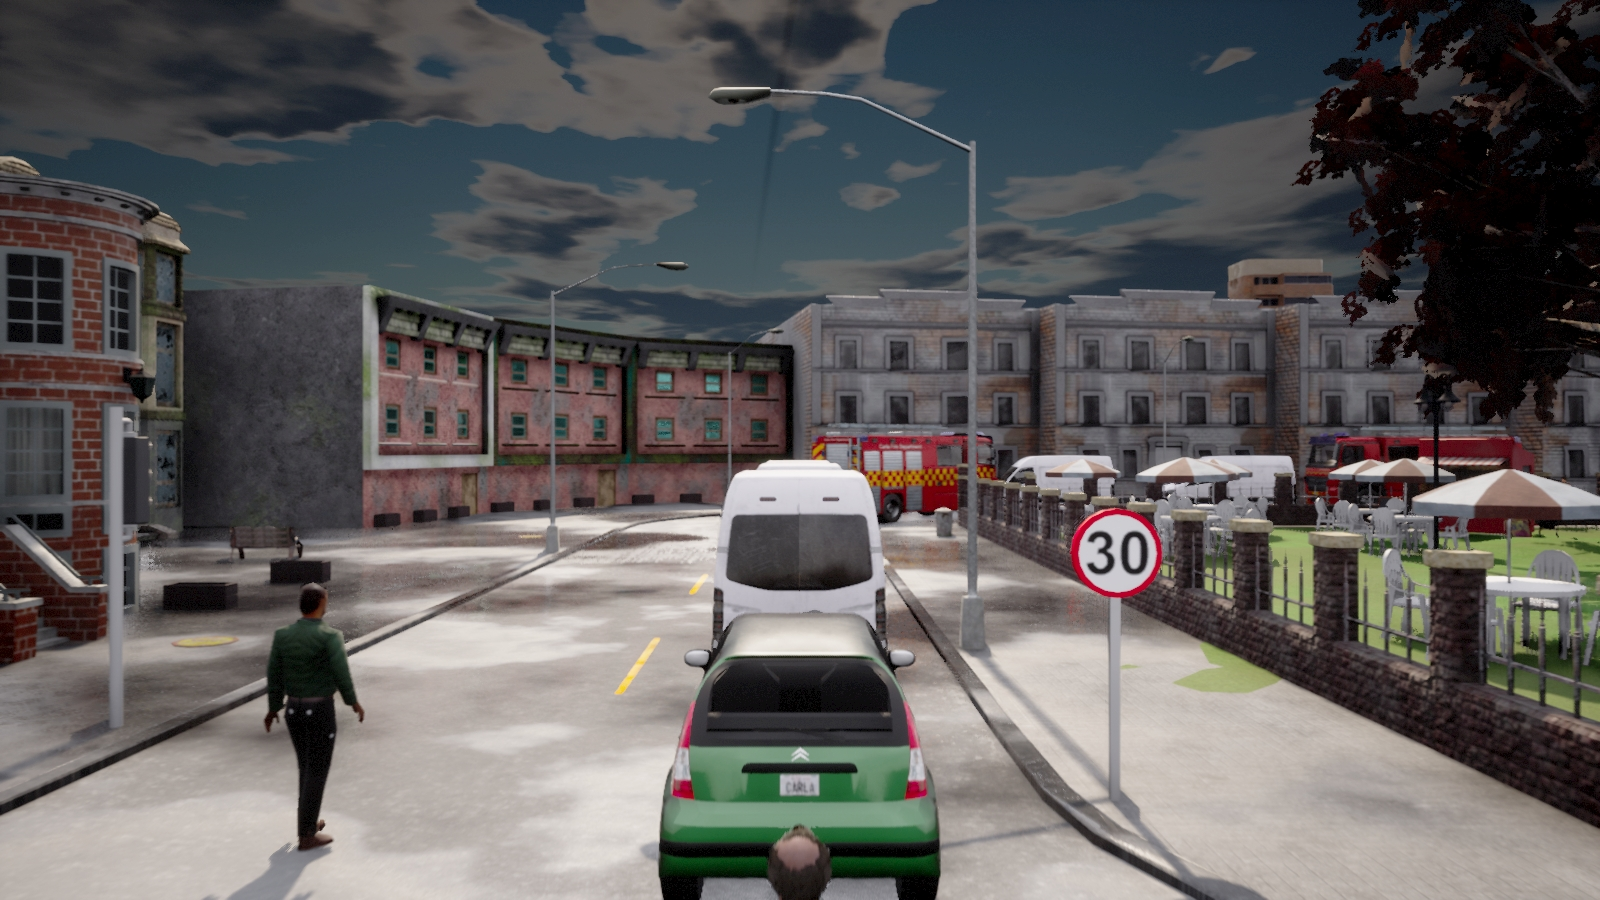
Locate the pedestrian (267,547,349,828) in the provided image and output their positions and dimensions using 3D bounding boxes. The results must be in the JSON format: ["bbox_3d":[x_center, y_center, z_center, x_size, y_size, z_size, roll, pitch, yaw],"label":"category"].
[{"bbox_3d":[-3.426,1.627,7.964,0.375,1.860,0.375,0,0,16],"label":"pedestrian"}]

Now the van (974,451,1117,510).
[{"bbox_3d":[10.812,1.307,50.590,5.915,2.561,1.988,0,0,0],"label":"van"}]

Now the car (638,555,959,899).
[{"bbox_3d":[-0.007,1.778,8.574,1.851,1.617,3.988,0,0,0],"label":"car"}]

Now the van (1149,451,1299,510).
[{"bbox_3d":[18.699,1.307,50.606,5.915,2.561,1.988,0,0,0],"label":"van"}]

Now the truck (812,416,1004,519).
[{"bbox_3d":[4.542,0.665,46.413,8.468,3.827,2.891,0,0,-43],"label":"truck"}]

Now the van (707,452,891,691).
[{"bbox_3d":[-0.012,1.313,15.275,1.988,2.561,5.915,0,0,0],"label":"van"}]

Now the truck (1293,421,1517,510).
[{"bbox_3d":[26.782,0.663,50.860,8.468,3.827,2.891,0,0,0],"label":"truck"}]
